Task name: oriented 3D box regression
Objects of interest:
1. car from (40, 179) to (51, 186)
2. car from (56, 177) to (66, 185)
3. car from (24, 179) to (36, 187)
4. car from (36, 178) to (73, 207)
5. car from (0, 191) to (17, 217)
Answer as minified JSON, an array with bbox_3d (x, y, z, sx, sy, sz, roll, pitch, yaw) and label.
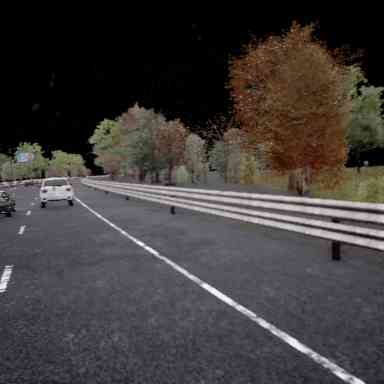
[{"bbox_3d":[-36.175,-2.335,82.211,2.128,1.511,4.902,-4,4,-19],"label":"car"},{"bbox_3d":[-33.148,-2.787,84.103,2.097,1.767,4.553,-4,4,-19],"label":"car"},{"bbox_3d":[-39.350,-2.117,80.699,1.882,1.535,5.008,-4,4,-19],"label":"car"},{"bbox_3d":[-10.439,-0.054,25.499,2.150,2.045,5.566,-5,4,-23],"label":"car"},{"bbox_3d":[-11.729,0.689,19.828,1.837,1.490,4.892,-5,4,-24],"label":"car"}]
